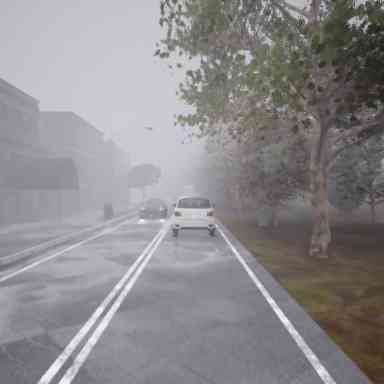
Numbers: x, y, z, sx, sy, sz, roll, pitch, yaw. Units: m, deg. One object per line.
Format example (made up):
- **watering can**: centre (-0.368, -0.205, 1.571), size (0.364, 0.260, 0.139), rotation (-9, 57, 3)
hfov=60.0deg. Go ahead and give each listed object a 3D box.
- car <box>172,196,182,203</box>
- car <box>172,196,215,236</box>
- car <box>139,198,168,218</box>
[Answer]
- **car**: centre (-3.246, 1.528, 72.010), size (1.994, 1.385, 4.181), rotation (0, 0, 0)
- **car**: centre (0.100, 1.219, 18.592), size (2.150, 2.045, 5.566), rotation (0, 0, 0)
- **car**: centre (-3.344, 1.342, 29.533), size (2.097, 1.767, 4.553), rotation (0, 0, 0)
